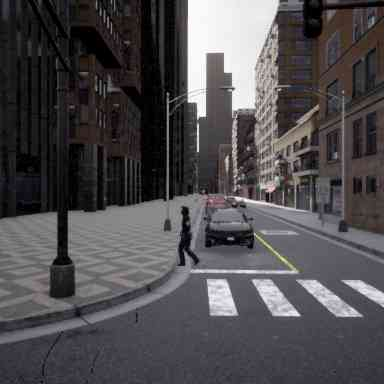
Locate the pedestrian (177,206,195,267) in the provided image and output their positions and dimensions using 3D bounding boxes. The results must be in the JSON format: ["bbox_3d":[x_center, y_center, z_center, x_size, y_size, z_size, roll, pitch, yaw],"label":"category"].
[{"bbox_3d":[-0.192,1.283,9.940,0.375,1.860,0.375,0,0,3],"label":"pedestrian"}]

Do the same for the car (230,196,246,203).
[{"bbox_3d":[6.170,1.556,45.059,1.895,1.301,4.718,0,0,4],"label":"car"}]

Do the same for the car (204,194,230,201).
[{"bbox_3d":[2.538,1.192,35.260,2.150,2.045,5.566,0,0,3],"label":"car"}]

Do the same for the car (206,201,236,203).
[{"bbox_3d":[2.052,1.582,24.759,1.895,1.301,4.718,0,0,3],"label":"car"}]

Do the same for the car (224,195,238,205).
[{"bbox_3d":[6.780,1.398,58.525,2.128,1.511,4.902,0,0,3],"label":"car"}]

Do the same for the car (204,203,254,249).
[{"bbox_3d":[1.599,1.466,14.859,1.882,1.535,5.008,0,0,4],"label":"car"}]
